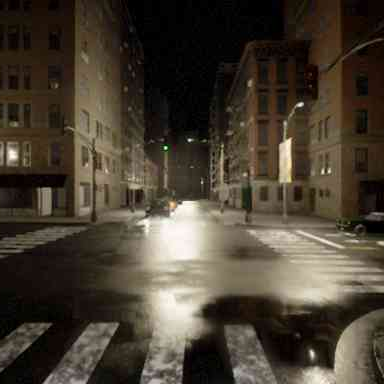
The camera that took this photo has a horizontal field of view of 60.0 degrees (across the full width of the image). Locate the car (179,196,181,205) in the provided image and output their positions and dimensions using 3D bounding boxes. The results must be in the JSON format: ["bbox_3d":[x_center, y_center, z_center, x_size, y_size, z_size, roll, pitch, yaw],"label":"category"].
[{"bbox_3d":[-3.019,1.721,49.360,1.895,1.301,4.718,0,0,1],"label":"car"}]

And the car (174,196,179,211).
[{"bbox_3d":[-3.072,1.450,39.970,2.097,1.767,4.553,0,0,0],"label":"car"}]

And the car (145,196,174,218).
[{"bbox_3d":[-3.058,1.430,30.777,2.097,1.767,4.553,0,0,-1],"label":"car"}]

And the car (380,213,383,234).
[{"bbox_3d":[12.319,1.746,16.182,5.008,1.535,1.882,1,0,0],"label":"car"}]

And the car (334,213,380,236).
[{"bbox_3d":[10.970,1.856,19.435,4.718,1.301,1.895,1,0,0],"label":"car"}]
